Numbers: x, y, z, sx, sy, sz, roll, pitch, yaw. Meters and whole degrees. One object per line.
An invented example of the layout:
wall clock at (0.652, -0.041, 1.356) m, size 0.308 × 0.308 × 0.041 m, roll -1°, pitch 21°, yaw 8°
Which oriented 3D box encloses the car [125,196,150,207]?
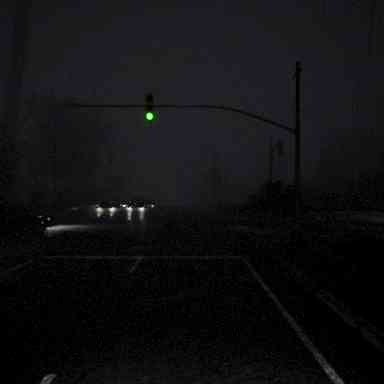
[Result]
car at (-7.081, 1.247, 43.821) m, size 1.837 × 1.490 × 4.892 m, roll 0°, pitch 0°, yaw 0°

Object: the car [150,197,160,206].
car at (-7.064, 1.587, 55.967) m, size 2.033 × 1.411 × 5.357 m, roll 0°, pitch -2°, yaw 0°

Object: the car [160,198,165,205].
car at (-6.973, 2.102, 71.387) m, size 1.882 × 1.535 × 5.008 m, roll 0°, pitch -2°, yaw 0°

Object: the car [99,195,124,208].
car at (-10.584, 1.212, 42.944) m, size 1.882 × 1.535 × 5.008 m, roll 0°, pitch 0°, yaw 0°

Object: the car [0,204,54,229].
car at (-10.699, 1.459, 20.285) m, size 4.181 × 1.385 × 1.994 m, roll 0°, pitch 1°, yaw 2°

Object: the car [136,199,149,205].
car at (-10.474, 2.195, 70.717) m, size 1.895 × 1.301 × 4.718 m, roll 0°, pitch -2°, yaw 0°
